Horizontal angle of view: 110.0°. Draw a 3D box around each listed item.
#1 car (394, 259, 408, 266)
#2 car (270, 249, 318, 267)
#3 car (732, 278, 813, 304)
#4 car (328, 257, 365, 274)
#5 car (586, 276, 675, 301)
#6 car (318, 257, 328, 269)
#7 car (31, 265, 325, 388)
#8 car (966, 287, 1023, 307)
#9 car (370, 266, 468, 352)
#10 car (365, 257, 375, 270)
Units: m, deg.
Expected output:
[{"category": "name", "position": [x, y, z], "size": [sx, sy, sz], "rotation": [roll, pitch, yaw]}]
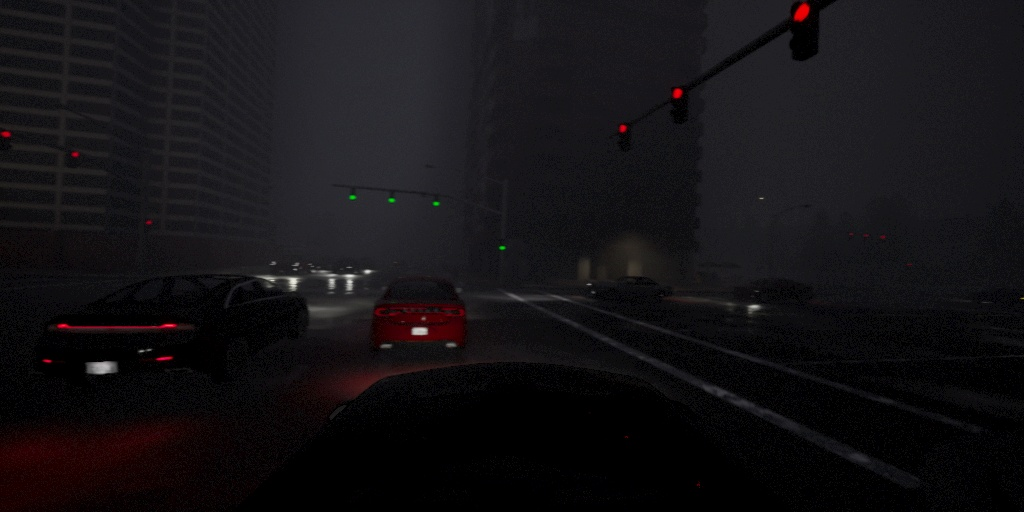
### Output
[{"category": "car", "position": [-17.552, 1.119, 56.706], "size": [1.994, 1.385, 4.181], "rotation": [3, -1, -14]}, {"category": "car", "position": [-18.371, 0.609, 30.071], "size": [2.097, 1.767, 4.553], "rotation": [3, -1, -13]}, {"category": "car", "position": [16.582, 2.133, 22.867], "size": [5.008, 1.535, 1.882], "rotation": [3, -1, -13]}, {"category": "car", "position": [-15.893, 0.912, 34.669], "size": [1.837, 1.490, 4.892], "rotation": [3, -1, -14]}, {"category": "car", "position": [6.717, 1.819, 20.601], "size": [4.718, 1.301, 1.895], "rotation": [3, -1, -12]}, {"category": "car", "position": [-20.759, 0.802, 39.987], "size": [2.033, 1.411, 5.357], "rotation": [3, -1, -13]}, {"category": "car", "position": [-5.251, 1.067, 6.464], "size": [2.128, 1.511, 4.902], "rotation": [3, -1, -14]}, {"category": "car", "position": [38.171, 3.127, 27.572], "size": [2.033, 1.411, 5.357], "rotation": [2, -1, 22]}, {"category": "car", "position": [-2.239, 1.204, 8.889], "size": [1.882, 1.535, 5.008], "rotation": [3, 0, -14]}, {"category": "car", "position": [-18.273, 0.910, 44.659], "size": [1.837, 1.490, 4.892], "rotation": [3, -1, -13]}]
